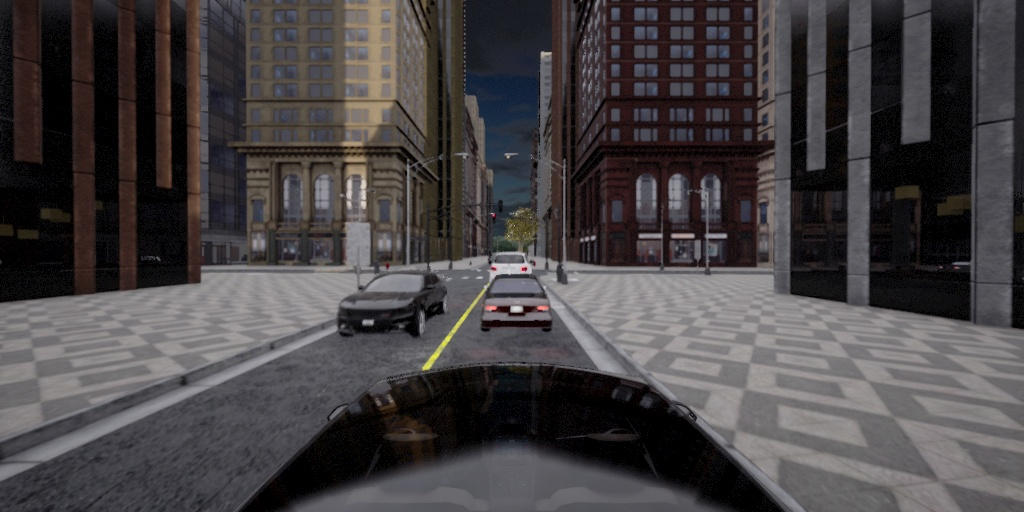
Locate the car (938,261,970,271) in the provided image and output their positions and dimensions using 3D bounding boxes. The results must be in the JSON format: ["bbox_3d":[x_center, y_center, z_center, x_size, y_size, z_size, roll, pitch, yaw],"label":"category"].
[{"bbox_3d":[43.239,1.135,33.446,5.357,1.411,2.033,0,0,1],"label":"car"}]

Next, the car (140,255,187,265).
[{"bbox_3d":[-32.958,0.719,33.464,4.553,1.767,2.097,0,0,0],"label":"car"}]

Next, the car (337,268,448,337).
[{"bbox_3d":[-3.091,1.151,10.208,1.882,1.535,5.008,0,0,0],"label":"car"}]

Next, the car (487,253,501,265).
[{"bbox_3d":[-3.027,0.430,62.344,2.150,2.045,5.566,0,1,1],"label":"car"}]

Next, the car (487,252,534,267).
[{"bbox_3d":[0.034,0.798,20.942,2.150,2.045,5.566,0,1,4],"label":"car"}]

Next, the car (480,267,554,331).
[{"bbox_3d":[0.100,1.218,10.574,2.033,1.411,5.357,0,1,0],"label":"car"}]
